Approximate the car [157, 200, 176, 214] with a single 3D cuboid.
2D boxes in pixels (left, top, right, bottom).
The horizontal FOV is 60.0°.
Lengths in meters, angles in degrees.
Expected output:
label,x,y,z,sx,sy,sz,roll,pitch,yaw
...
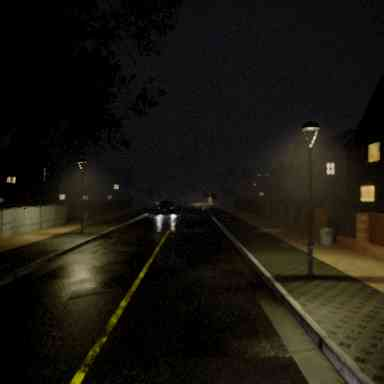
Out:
label,x,y,z,sx,sy,sz,roll,pitch,yaw
car,-2.830,1.682,37.524,1.812,1.442,4.674,0,0,0
